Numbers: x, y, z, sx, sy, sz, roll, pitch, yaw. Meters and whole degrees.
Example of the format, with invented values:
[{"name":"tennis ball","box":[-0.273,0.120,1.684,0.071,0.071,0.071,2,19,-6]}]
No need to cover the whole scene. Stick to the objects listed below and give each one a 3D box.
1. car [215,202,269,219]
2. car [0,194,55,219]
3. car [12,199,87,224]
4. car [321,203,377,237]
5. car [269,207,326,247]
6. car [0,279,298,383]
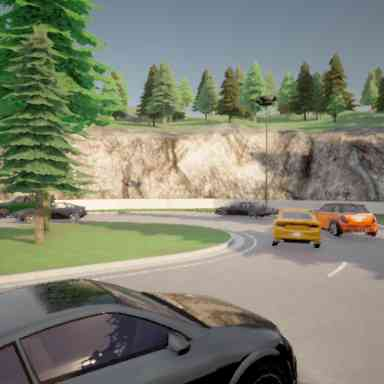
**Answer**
[{"name":"car","box":[4.688,1.570,29.767,5.357,1.411,2.033,0,0,37]},{"name":"car","box":[-14.915,1.227,29.623,5.566,2.045,2.150,0,0,-34]},{"name":"car","box":[-10.273,1.497,24.427,4.902,1.511,2.128,0,-1,-28]},{"name":"car","box":[8.032,1.371,18.429,2.097,1.767,4.553,0,0,-5]},{"name":"car","box":[4.662,1.491,15.289,1.882,1.535,5.008,1,0,14]},{"name":"car","box":[-0.942,1.565,3.057,4.181,1.385,1.994,0,0,-36]}]
